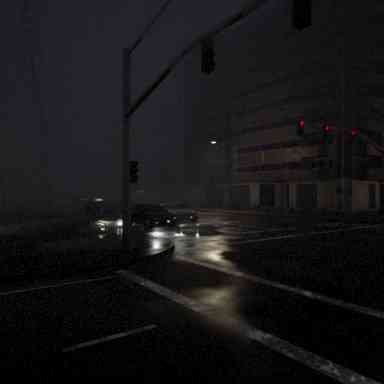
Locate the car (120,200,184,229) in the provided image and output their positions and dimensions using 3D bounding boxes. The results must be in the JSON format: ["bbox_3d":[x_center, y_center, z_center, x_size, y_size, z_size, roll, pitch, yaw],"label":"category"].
[{"bbox_3d":[-2.849,1.560,22.379,1.837,1.490,4.892,0,0,-35],"label":"car"}]

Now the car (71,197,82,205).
[{"bbox_3d":[-20.010,1.547,58.895,2.128,1.511,4.902,0,0,-35],"label":"car"}]

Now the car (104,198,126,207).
[{"bbox_3d":[-12.782,1.656,54.780,1.895,1.301,4.718,0,0,-36],"label":"car"}]

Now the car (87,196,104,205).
[{"bbox_3d":[-18.061,1.581,62.202,1.812,1.442,4.674,0,0,-34],"label":"car"}]

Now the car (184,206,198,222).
[{"bbox_3d":[-1.395,1.581,26.404,1.812,1.442,4.674,0,0,-36],"label":"car"}]

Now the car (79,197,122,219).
[{"bbox_3d":[-8.178,1.533,29.863,1.882,1.535,5.008,0,0,-35],"label":"car"}]

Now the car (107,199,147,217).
[{"bbox_3d":[-6.642,1.547,33.743,2.128,1.511,4.902,0,0,-35],"label":"car"}]
